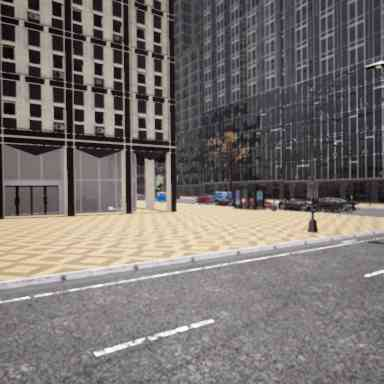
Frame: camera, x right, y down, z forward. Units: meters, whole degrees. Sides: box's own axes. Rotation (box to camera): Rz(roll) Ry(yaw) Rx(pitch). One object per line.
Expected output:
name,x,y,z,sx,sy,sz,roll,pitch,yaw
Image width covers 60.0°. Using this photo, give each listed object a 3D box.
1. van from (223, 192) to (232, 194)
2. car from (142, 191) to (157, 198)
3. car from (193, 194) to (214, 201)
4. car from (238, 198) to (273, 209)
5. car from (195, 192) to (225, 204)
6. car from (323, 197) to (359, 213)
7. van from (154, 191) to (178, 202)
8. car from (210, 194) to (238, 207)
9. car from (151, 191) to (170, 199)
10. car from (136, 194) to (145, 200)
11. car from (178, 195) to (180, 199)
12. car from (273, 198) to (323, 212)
van,5.410,0.833,58.972,1.690,1.788,3.998,-1,1,-34
car,-10.583,0.663,82.463,1.967,1.590,4.097,-1,1,-34
car,2.213,1.021,63.673,1.802,1.307,4.206,-1,1,-34
car,7.986,1.371,40.105,1.802,1.307,4.206,-1,1,-34
car,2.666,1.185,52.732,1.994,1.385,4.181,-1,1,-34
car,14.871,1.310,34.776,2.128,1.511,4.902,-1,1,-34
van,-4.715,0.919,58.956,1.690,1.788,3.998,-1,1,-34
car,4.836,1.302,44.836,1.947,1.339,4.313,-1,1,-34
car,-7.384,0.592,77.764,2.192,1.841,5.009,-1,1,-34
car,-11.113,1.022,68.354,2.008,1.369,4.403,-1,1,-34
car,-4.185,0.913,73.070,1.802,1.307,4.206,-1,1,-34
car,11.171,1.407,35.395,1.947,1.339,4.313,-1,1,-34
